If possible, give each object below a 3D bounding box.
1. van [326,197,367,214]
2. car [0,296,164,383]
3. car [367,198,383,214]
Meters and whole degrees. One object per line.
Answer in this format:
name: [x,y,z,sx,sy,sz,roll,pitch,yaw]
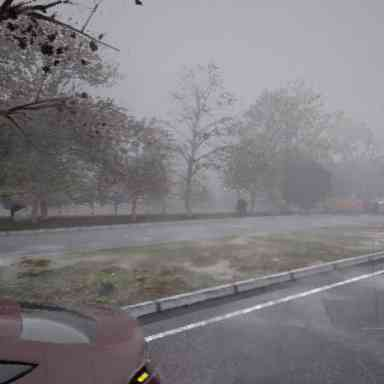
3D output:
van: [19.161,1.700,42.157,1.878,1.987,4.442,2,-1,-35]
car: [-2.396,1.526,1.975,4.674,1.442,1.812,0,0,-36]
car: [21.567,1.762,43.763,2.435,2.045,5.566,2,-1,-35]
